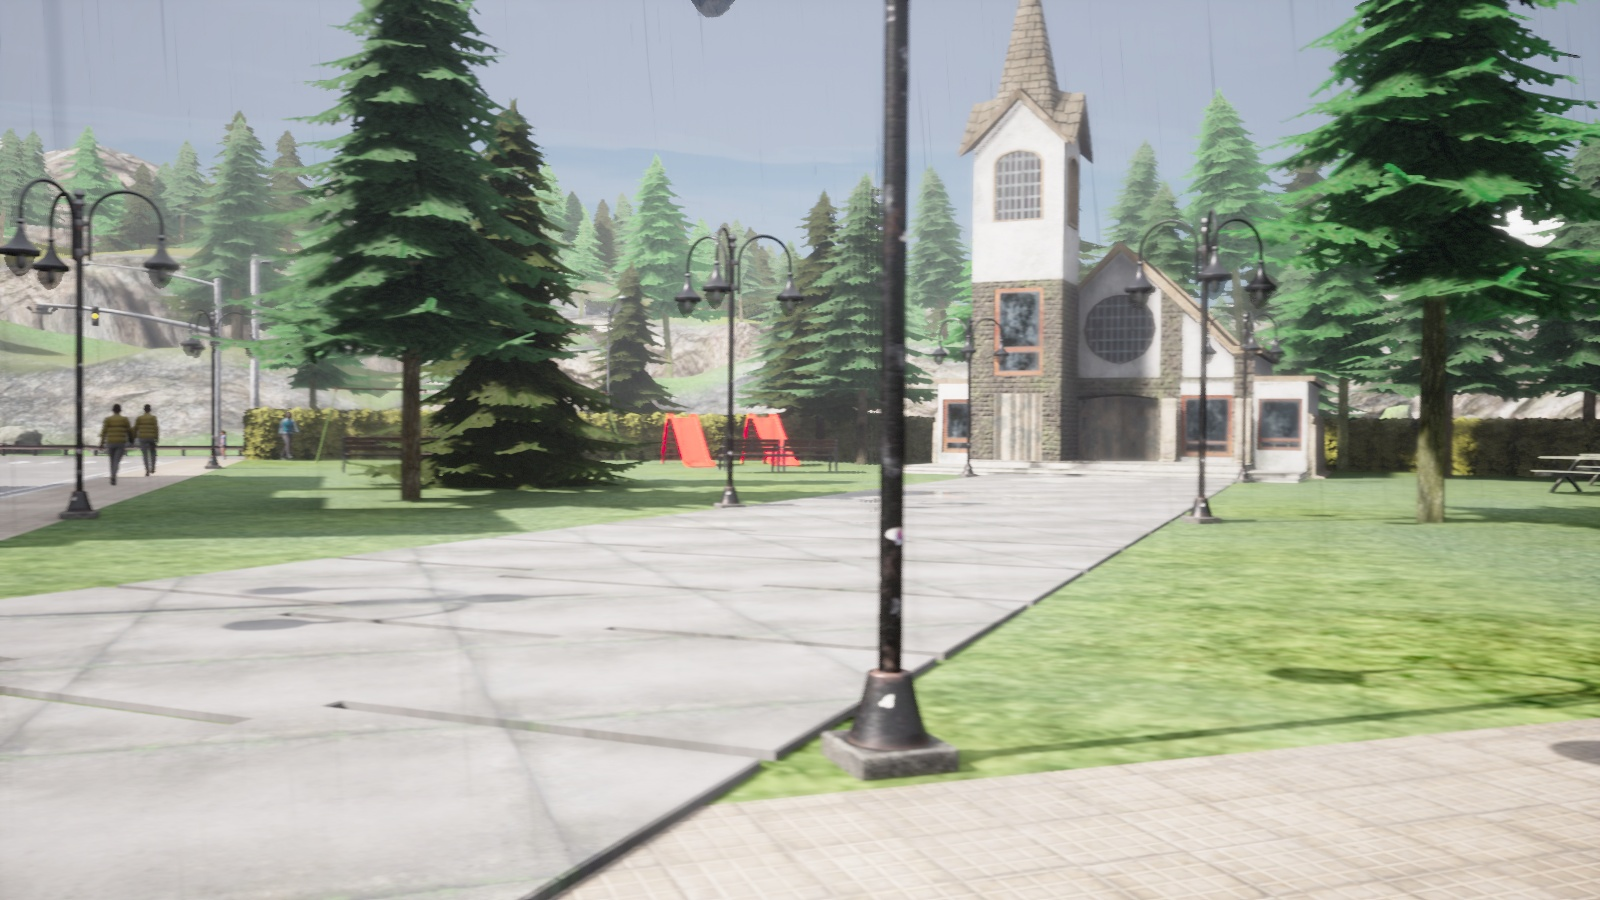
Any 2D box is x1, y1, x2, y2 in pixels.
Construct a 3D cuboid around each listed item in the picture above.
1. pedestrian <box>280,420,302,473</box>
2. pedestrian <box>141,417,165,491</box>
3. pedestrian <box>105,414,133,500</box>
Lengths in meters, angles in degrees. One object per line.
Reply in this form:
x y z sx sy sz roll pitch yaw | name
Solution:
-18.644 -0.135 45.994 0.692 1.930 0.396 0 1 38 | pedestrian
-16.295 0.088 31.616 0.431 1.840 0.709 -1 1 -21 | pedestrian
-14.704 0.147 27.127 0.431 1.840 0.709 -1 1 -22 | pedestrian
